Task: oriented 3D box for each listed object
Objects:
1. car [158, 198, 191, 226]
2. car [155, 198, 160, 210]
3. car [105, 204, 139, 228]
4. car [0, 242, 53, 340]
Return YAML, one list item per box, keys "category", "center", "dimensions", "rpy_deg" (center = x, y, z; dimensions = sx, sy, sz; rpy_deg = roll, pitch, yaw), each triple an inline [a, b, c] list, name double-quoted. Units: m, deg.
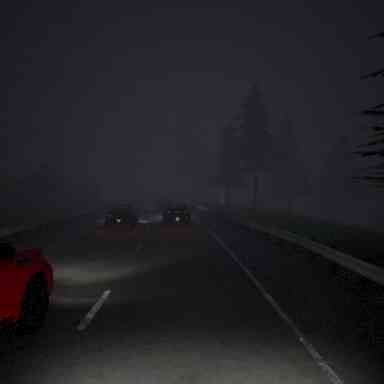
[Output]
- category: "car"
  center: [-1.125, 1.457, 23.049]
  dimensions: [2.128, 1.511, 4.902]
  rpy_deg: [0, 0, -5]
- category: "car"
  center: [-3.484, 1.416, 40.983]
  dimensions: [1.882, 1.535, 5.008]
  rpy_deg: [0, 0, -9]
- category: "car"
  center: [-4.505, 1.495, 21.785]
  dimensions: [1.812, 1.442, 4.674]
  rpy_deg: [0, 0, -5]
- category: "car"
  center: [-3.484, 1.219, 3.518]
  dimensions: [2.150, 2.045, 5.566]
  rpy_deg: [0, 0, -1]
